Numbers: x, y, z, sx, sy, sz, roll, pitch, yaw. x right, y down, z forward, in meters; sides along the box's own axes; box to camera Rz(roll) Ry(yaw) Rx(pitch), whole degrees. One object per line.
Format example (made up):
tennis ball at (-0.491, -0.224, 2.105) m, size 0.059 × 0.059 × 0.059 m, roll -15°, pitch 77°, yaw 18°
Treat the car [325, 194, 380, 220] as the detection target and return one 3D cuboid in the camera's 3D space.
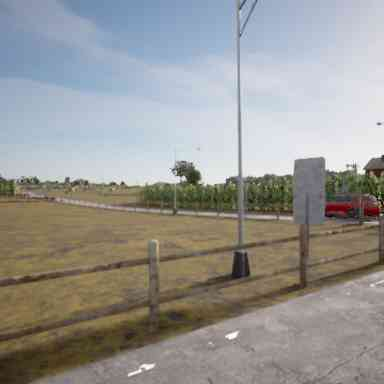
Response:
car at (12.711, 1.258, 28.070) m, size 2.150 × 2.045 × 5.566 m, roll 2°, pitch -2°, yaw -36°
